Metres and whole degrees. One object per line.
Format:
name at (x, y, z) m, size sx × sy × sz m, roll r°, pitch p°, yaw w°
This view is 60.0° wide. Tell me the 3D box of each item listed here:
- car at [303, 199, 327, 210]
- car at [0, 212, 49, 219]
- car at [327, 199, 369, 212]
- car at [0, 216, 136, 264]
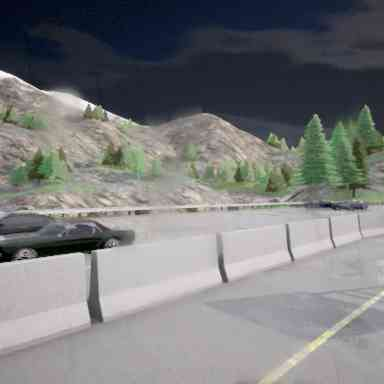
car at (16.226, 1.600, 42.045) m, size 4.718 × 1.301 × 1.895 m, roll 0°, pitch 0°, yaw -34°
car at (-7.241, 1.526, 13.153) m, size 1.812 × 1.442 × 4.674 m, roll 0°, pitch 0°, yaw 44°
car at (18.870, 1.546, 39.629) m, size 5.357 × 1.411 × 2.033 m, roll 0°, pitch 0°, yaw -34°
car at (-4.326, 1.601, 11.168) m, size 1.895 × 1.301 × 4.718 m, roll 0°, pitch 0°, yaw 44°
